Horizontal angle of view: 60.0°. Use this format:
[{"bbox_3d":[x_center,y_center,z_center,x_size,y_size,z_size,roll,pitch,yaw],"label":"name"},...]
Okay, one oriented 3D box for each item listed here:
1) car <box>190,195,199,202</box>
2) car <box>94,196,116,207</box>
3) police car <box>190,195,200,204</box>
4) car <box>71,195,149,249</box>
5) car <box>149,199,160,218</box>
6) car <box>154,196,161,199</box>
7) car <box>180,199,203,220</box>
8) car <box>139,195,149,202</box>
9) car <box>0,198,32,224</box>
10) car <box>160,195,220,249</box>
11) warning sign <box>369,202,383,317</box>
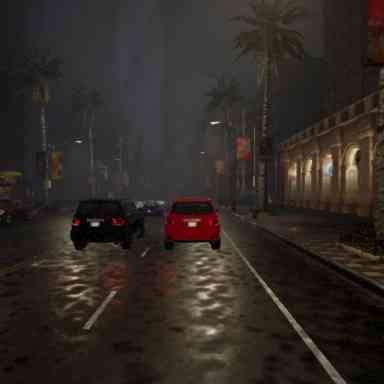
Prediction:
[{"bbox_3d":[0.477,1.478,75.453,1.882,1.535,5.008,0,0,-1],"label":"car"},{"bbox_3d":[-13.925,1.480,53.652,2.231,1.521,4.892,0,0,-1],"label":"car"},{"bbox_3d":[0.584,1.425,65.564,1.930,1.638,5.238,0,0,-1],"label":"police car"},{"bbox_3d":[-3.477,1.258,14.671,2.150,2.045,5.566,0,0,0],"label":"car"},{"bbox_3d":[-3.578,1.573,29.669,1.994,1.385,4.181,0,0,-1],"label":"car"},{"bbox_3d":[-7.584,1.509,76.798,1.994,1.385,4.181,0,0,-1],"label":"car"},{"bbox_3d":[-0.078,1.485,29.707,1.882,1.535,5.008,0,0,-1],"label":"car"},{"bbox_3d":[-11.084,1.475,76.847,1.812,1.442,4.674,0,0,-1],"label":"car"},{"bbox_3d":[-13.619,1.353,24.278,2.185,1.767,4.553,0,0,-1],"label":"car"},{"bbox_3d":[0.023,1.258,14.651,2.150,2.045,5.566,0,0,0],"label":"car"},{"bbox_3d":[3.800,1.114,5.388,1.300,1.860,1.060,0,0,0],"label":"warning sign"}]
